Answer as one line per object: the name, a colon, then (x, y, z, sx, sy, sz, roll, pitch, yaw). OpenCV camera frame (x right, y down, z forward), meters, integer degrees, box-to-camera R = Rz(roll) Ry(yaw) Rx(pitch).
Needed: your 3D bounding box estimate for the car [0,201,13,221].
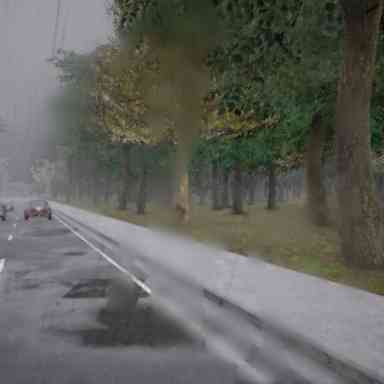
car: (-16.347, 1.622, 27.624, 2.033, 1.411, 5.357, 1, -1, -26)

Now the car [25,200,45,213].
car: (-19.017, 1.697, 40.279, 2.033, 1.411, 5.357, 1, 0, -26)

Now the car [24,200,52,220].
car: (-13.557, 1.467, 29.313, 2.097, 1.767, 4.553, 1, -1, -26)
